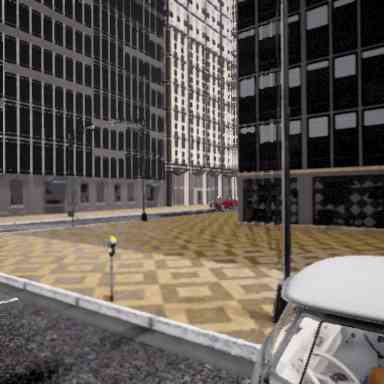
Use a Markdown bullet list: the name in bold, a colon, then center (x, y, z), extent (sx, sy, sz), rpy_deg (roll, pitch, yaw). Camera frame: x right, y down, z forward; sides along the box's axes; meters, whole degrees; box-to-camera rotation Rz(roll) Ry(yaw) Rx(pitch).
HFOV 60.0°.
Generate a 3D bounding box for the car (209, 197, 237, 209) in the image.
- **car**: center (4.246, 1.508, 45.066), extent (1.882, 1.535, 5.008), rpy_deg (-1, 0, 37)

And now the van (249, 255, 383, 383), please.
- **van**: center (2.150, 1.335, 1.445), extent (3.998, 1.788, 1.690), rpy_deg (0, 0, 36)
